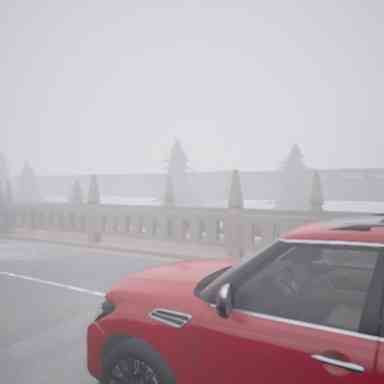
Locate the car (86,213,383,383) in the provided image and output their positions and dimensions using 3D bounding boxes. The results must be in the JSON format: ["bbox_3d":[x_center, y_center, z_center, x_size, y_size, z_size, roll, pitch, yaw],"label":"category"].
[{"bbox_3d":[1.540,1.206,2.745,5.566,2.045,2.150,0,0,35],"label":"car"}]
